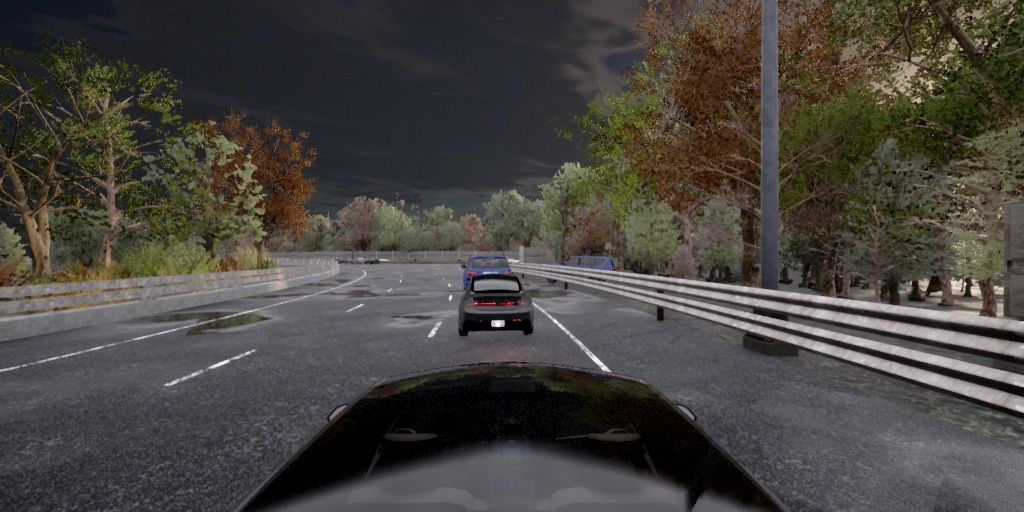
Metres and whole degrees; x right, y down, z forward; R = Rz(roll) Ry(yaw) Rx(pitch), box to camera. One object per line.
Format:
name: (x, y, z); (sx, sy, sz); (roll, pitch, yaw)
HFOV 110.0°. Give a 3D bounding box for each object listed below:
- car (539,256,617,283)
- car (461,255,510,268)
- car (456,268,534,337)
car: (4.830, 0.985, 26.186); (5.566, 2.045, 2.150); (3, 1, 14)
car: (-1.309, 0.966, 17.854); (2.150, 2.045, 5.566); (0, 0, -9)
car: (-0.532, 1.252, 10.372); (1.837, 1.490, 4.892); (0, 0, -5)
